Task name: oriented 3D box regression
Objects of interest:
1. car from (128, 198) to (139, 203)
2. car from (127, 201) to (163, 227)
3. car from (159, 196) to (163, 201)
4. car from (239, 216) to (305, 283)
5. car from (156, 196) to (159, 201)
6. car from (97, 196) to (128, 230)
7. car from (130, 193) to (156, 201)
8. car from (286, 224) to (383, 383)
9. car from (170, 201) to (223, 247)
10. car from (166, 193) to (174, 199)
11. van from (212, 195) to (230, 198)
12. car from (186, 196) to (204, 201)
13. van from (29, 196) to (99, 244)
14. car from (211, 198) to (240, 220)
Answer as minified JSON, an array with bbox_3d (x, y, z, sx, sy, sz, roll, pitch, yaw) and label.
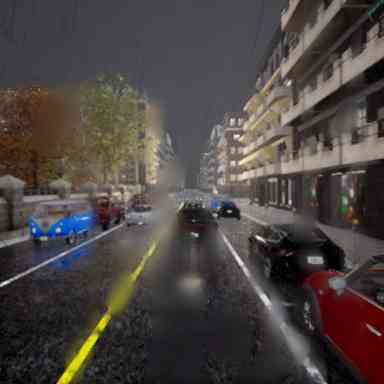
[{"bbox_3d":[-5.689,1.391,25.941,2.008,1.369,4.403,0,0,0],"label":"car"},{"bbox_3d":[-2.996,1.498,21.594,1.895,1.301,4.718,0,0,0],"label":"car"},{"bbox_3d":[-5.685,1.258,53.617,1.802,1.307,4.206,0,0,0],"label":"car"},{"bbox_3d":[2.689,1.507,9.335,1.947,1.339,4.313,0,0,0],"label":"car"},{"bbox_3d":[-5.686,1.307,42.547,1.947,1.339,4.313,0,0,0],"label":"car"},{"bbox_3d":[-5.691,1.189,20.404,2.192,1.841,5.009,0,0,0],"label":"car"},{"bbox_3d":[-5.689,1.089,37.010,2.192,1.841,5.009,0,0,0],"label":"car"},{"bbox_3d":[2.688,1.416,3.799,1.967,1.590,4.097,0,0,0],"label":"car"},{"bbox_3d":[0.102,1.388,14.463,1.882,1.535,5.008,0,0,0],"label":"car"},{"bbox_3d":[-5.682,0.928,86.026,1.967,1.590,4.097,0,0,0],"label":"car"},{"bbox_3d":[2.691,1.148,31.474,1.690,1.788,3.998,0,0,0],"label":"van"},{"bbox_3d":[0.105,1.392,34.065,1.895,1.301,4.718,0,0,0],"label":"car"},{"bbox_3d":[-5.692,1.249,14.869,1.690,1.788,3.998,0,0,0],"label":"van"},{"bbox_3d":[2.692,1.406,25.940,1.947,1.339,4.313,0,0,0],"label":"car"}]
